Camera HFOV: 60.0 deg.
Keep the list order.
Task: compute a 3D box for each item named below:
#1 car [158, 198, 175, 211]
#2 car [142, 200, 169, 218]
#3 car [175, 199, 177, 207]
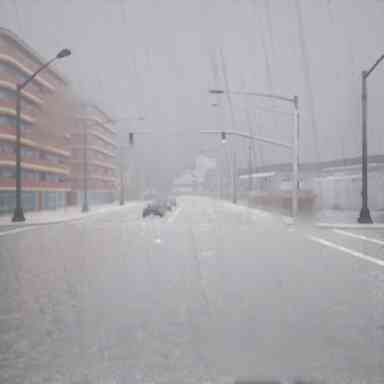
[{"bbox_3d":[-3.620,1.512,42.034,2.097,1.767,4.553,0,0,-1],"label":"car"},{"bbox_3d":[-3.619,1.728,32.161,1.895,1.301,4.718,0,0,0],"label":"car"},{"bbox_3d":[-3.576,1.697,56.212,2.128,1.511,4.902,0,0,0],"label":"car"}]
